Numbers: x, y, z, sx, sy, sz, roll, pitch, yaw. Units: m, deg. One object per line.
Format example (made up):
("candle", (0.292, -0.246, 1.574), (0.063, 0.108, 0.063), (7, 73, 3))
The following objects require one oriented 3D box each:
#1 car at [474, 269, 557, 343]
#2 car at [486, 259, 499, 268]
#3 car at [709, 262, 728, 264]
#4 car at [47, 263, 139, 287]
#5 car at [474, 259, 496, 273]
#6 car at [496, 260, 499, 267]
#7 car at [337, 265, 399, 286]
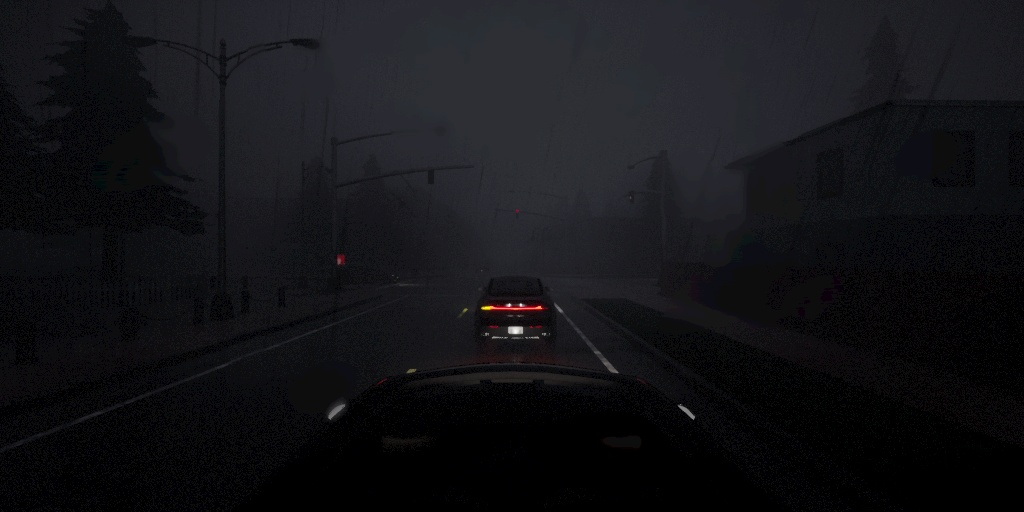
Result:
("car", (0.092, 1.255, 9.673), (1.837, 1.490, 4.892), (0, 0, 0))
("car", (-3.409, 1.295, 65.027), (2.033, 1.411, 5.357), (0, 0, 1))
("car", (16.530, 1.221, 26.295), (4.902, 1.511, 2.128), (0, 0, -8))
("car", (-27.428, 1.328, 23.800), (4.181, 1.385, 1.994), (0, 0, -1))
("car", (-3.507, 1.296, 44.389), (2.033, 1.411, 5.357), (0, 0, 0))
("car", (-3.476, 1.240, 54.570), (2.128, 1.511, 4.902), (0, 0, 0))
("car", (-9.929, 1.328, 24.614), (4.181, 1.385, 1.994), (0, 0, -8))
